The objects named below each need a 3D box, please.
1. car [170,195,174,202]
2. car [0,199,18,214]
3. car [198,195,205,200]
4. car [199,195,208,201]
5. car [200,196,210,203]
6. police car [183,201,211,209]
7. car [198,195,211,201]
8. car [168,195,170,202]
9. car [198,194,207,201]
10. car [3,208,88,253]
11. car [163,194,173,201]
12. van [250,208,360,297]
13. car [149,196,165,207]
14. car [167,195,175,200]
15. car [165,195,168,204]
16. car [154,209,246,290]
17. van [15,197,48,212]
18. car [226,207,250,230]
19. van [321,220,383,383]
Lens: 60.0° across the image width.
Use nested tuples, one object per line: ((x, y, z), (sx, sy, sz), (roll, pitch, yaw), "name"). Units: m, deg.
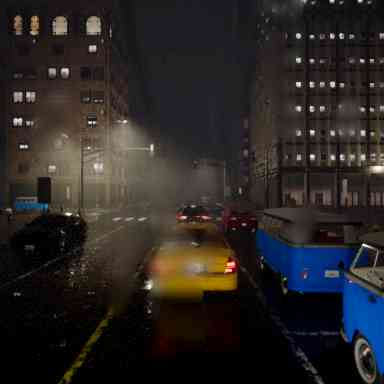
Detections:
((-5.705, 1.513, 74.458), (2.008, 1.369, 4.403), (1, 0, 0), "car")
((-19.854, 1.618, 32.336), (4.403, 1.369, 2.008), (0, 0, 1), "car")
((2.670, 1.468, 91.585), (1.752, 1.417, 4.829), (1, 0, 0), "car")
((2.673, 1.507, 80.111), (2.008, 1.369, 4.403), (1, 0, 0), "car")
((2.677, 1.514, 68.808), (1.887, 1.381, 4.507), (1, 0, 0), "car")
((0.097, 1.504, 19.335), (2.038, 1.542, 4.974), (0, 0, 0), "police car")
((2.679, 1.526, 63.157), (2.008, 1.369, 4.403), (1, 0, 0), "car")
((-5.701, 1.557, 63.155), (1.802, 1.307, 4.206), (1, 0, 0), "car")
((2.673, 1.390, 85.763), (1.967, 1.590, 4.097), (1, 0, 0), "car")
((-5.685, 1.567, 13.837), (1.947, 1.339, 4.313), (1, 0, 0), "car")
((-5.705, 1.396, 80.109), (1.967, 1.590, 4.097), (1, 0, 0), "car")
((2.700, 1.342, 8.257), (1.690, 1.788, 3.998), (1, 0, 0), "van")
((-5.698, 1.570, 51.852), (1.802, 1.307, 4.206), (1, 0, 0), "car")
((-5.710, 1.468, 91.243), (1.752, 1.417, 4.829), (1, 0, 0), "car")
((-5.697, 1.422, 57.504), (1.967, 1.590, 4.097), (1, 0, 0), "car")
((0.093, 1.458, 9.016), (1.801, 1.575, 5.366), (0, 0, 0), "car")
((-19.749, 1.523, 40.717), (3.998, 1.788, 1.690), (0, 0, 1), "van")
((2.694, 1.545, 19.410), (1.887, 1.381, 4.507), (1, 0, 0), "car")
((2.702, 1.342, 2.680), (1.690, 1.788, 3.998), (1, 0, 0), "van")
